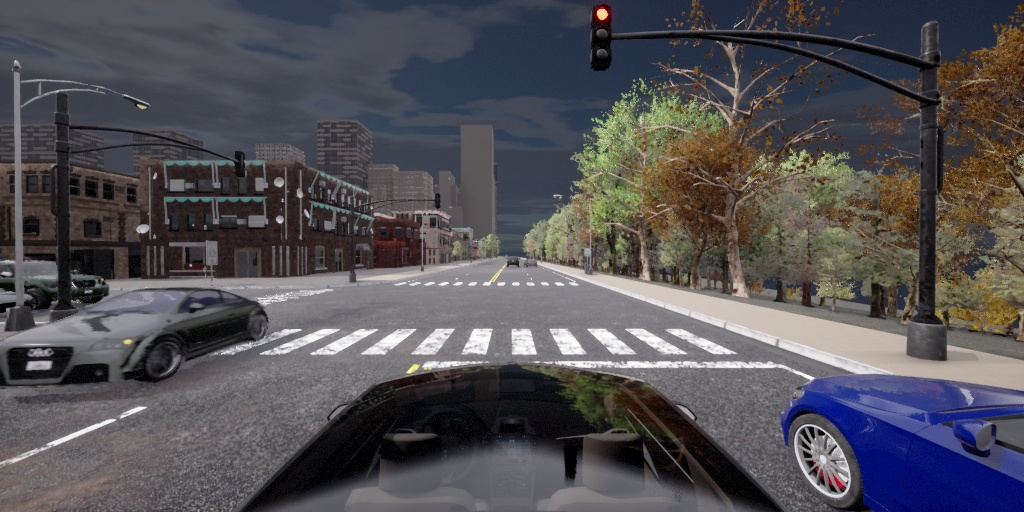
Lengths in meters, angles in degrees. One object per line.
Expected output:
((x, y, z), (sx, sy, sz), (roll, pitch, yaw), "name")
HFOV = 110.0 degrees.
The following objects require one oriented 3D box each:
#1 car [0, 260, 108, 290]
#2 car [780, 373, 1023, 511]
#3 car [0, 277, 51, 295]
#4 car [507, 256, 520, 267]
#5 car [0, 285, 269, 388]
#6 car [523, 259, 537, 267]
((-21.041, 1.205, 15.495), (5.566, 2.045, 2.150), (0, 1, 1), "car")
((3.346, 1.276, 1.343), (1.812, 1.442, 4.674), (0, 0, 2), "car")
((-19.926, 1.565, 12.784), (4.313, 1.339, 1.948), (0, 0, 0), "car")
((0.218, 0.948, 63.727), (2.150, 2.045, 5.566), (0, 0, 1), "car")
((-6.686, 1.314, 6.887), (1.994, 1.385, 4.181), (0, 0, -6), "car")
((3.470, 1.218, 63.887), (2.128, 1.511, 4.902), (0, 0, 0), "car")
